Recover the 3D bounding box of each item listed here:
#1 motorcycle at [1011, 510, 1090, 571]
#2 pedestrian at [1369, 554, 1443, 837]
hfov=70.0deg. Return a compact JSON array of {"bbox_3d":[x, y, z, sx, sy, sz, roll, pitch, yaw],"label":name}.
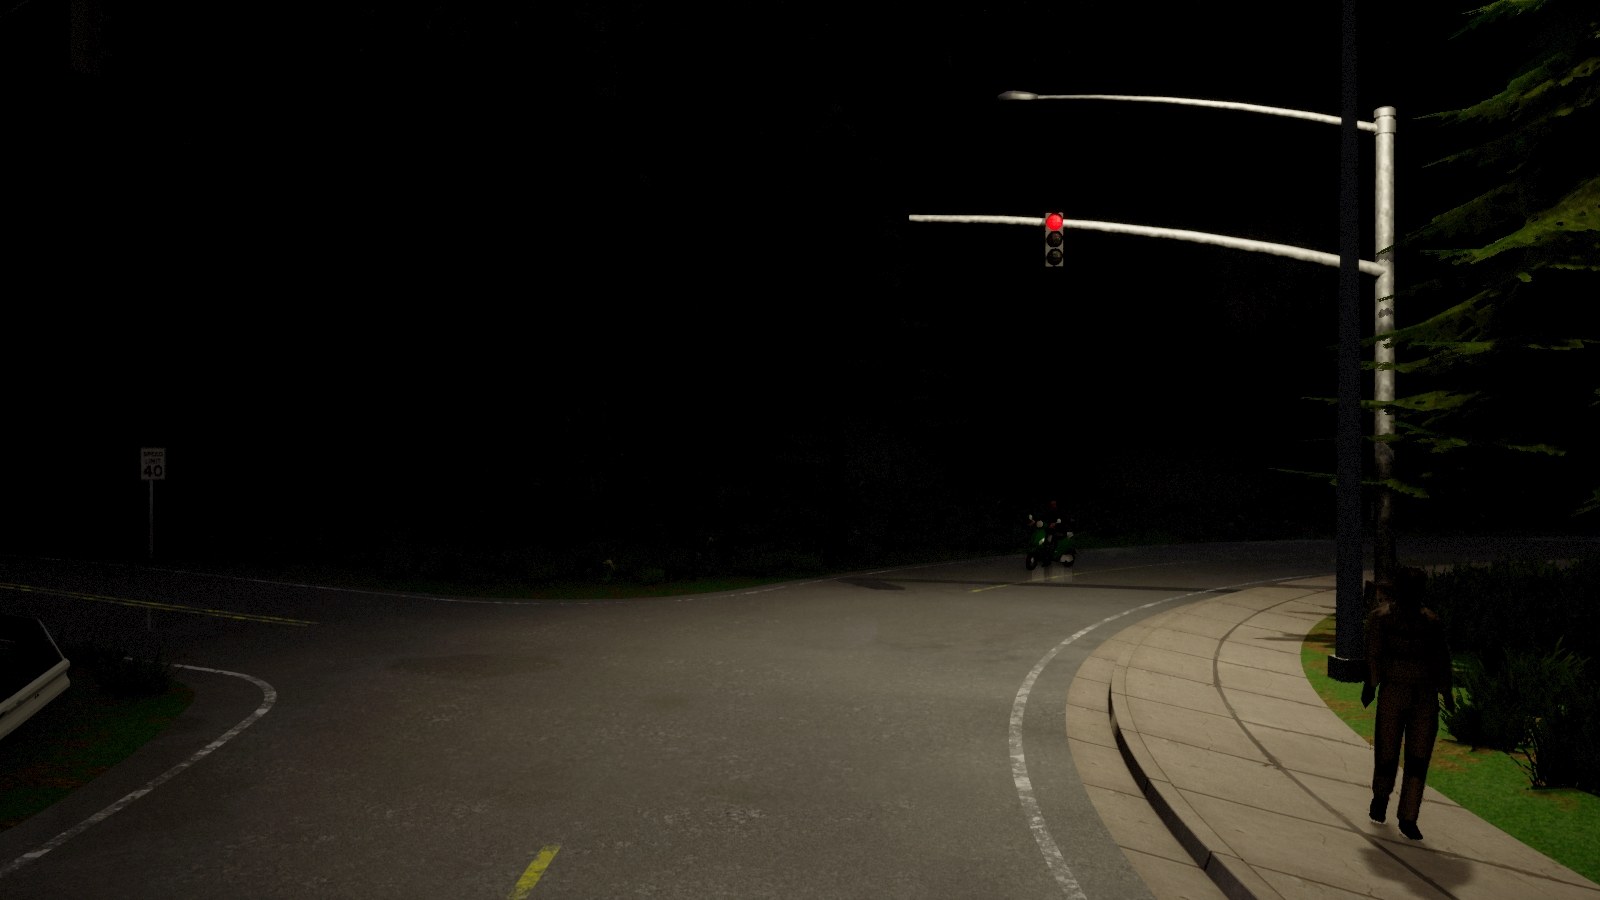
[{"bbox_3d":[5.937,2.115,27.011,1.805,1.316,0.856,0,0,-37],"label":"motorcycle"},{"bbox_3d":[4.185,1.671,7.907,0.375,1.860,0.375,0,0,14],"label":"pedestrian"}]
